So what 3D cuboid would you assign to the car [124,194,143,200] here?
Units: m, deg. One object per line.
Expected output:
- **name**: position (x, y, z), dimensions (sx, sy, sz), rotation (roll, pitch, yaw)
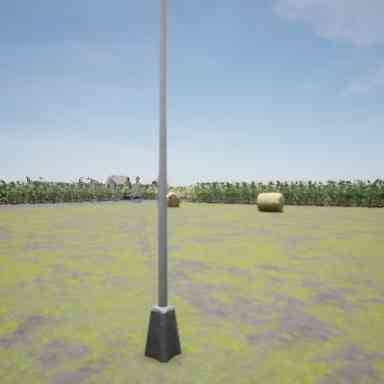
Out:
- **car**: position (-12.897, 1.090, 73.234), dimensions (1.895, 1.301, 4.718), rotation (0, 0, 31)
